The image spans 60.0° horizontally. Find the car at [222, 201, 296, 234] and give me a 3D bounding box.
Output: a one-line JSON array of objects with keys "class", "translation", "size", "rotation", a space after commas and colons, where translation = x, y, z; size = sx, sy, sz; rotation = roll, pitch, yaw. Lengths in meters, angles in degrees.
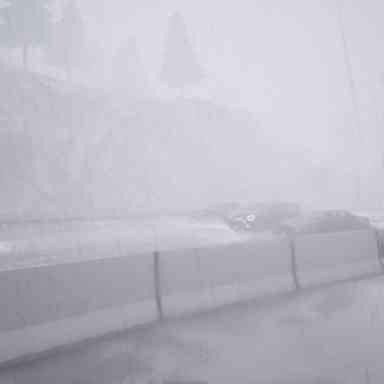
[{"class": "car", "translation": [4.300, 1.328, 18.910], "size": [4.553, 1.767, 2.097], "rotation": [0, 0, -30]}]

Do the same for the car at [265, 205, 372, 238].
[{"class": "car", "translation": [6.397, 1.535, 16.153], "size": [5.357, 1.411, 2.033], "rotation": [0, 0, -30]}]

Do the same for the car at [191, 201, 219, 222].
[{"class": "car", "translation": [2.259, 1.461, 25.813], "size": [4.892, 1.490, 1.837], "rotation": [0, 0, -29]}]

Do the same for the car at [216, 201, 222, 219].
[{"class": "car", "translation": [4.157, 1.532, 22.866], "size": [4.181, 1.385, 1.994], "rotation": [0, 0, -29]}]
